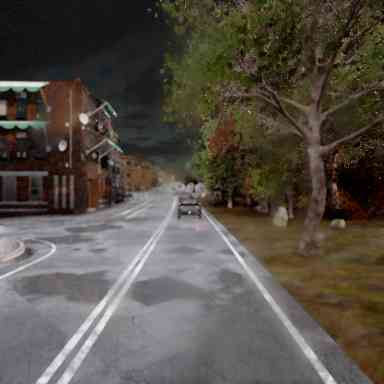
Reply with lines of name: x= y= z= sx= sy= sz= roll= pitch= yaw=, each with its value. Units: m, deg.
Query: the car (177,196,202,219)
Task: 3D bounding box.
car: x=-0.227 y=1.323 z=27.564 sx=2.128 sy=1.511 sz=4.902 roll=0 pitch=0 yaw=-1

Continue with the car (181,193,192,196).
car: x=-0.795 y=0.951 z=46.471 sx=2.097 sy=1.767 sz=4.553 roll=0 pitch=1 yaw=-2
